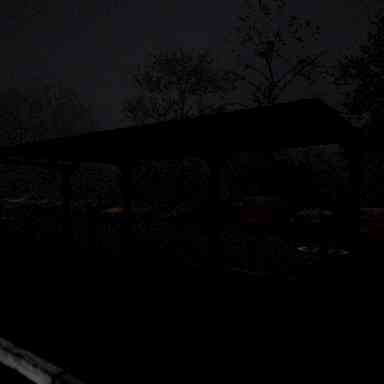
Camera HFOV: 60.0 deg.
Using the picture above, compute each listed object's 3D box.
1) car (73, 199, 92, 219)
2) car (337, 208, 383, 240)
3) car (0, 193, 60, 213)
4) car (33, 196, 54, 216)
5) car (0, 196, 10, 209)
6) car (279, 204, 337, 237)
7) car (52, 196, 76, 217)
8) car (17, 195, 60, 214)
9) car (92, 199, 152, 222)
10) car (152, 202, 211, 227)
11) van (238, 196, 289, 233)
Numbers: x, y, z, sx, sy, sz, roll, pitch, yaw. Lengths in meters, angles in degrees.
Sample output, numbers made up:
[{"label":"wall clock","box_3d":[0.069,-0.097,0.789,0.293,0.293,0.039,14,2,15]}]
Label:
[{"label":"car","box_3d":[-6.922,1.431,27.591,2.163,1.488,4.792,0,0,35]},{"label":"car","box_3d":[8.920,1.500,16.342,2.097,1.535,5.008,0,0,35]},{"label":"car","box_3d":[-16.018,1.095,33.955,2.435,2.045,5.566,0,0,35]},{"label":"car","box_3d":[-11.467,1.374,30.777,2.097,1.535,5.008,0,0,35]},{"label":"car","box_3d":[-25.082,1.308,40.367,2.163,1.488,4.792,1,0,35]},{"label":"car","box_3d":[6.654,1.526,17.948,2.002,1.452,4.674,0,0,35]},{"label":"car","box_3d":[-9.200,1.389,29.175,2.231,1.521,4.892,0,0,35]},{"label":"car","box_3d":[-13.733,1.360,32.381,2.097,1.535,5.008,0,0,35]},{"label":"car","box_3d":[-4.780,1.413,25.813,1.946,1.575,5.366,0,0,35]},{"label":"car","box_3d":[-0.157,1.473,22.734,2.163,1.488,4.792,0,0,35]},{"label":"van","box_3d":[4.459,1.246,19.647,1.878,1.987,4.442,0,0,35]}]
